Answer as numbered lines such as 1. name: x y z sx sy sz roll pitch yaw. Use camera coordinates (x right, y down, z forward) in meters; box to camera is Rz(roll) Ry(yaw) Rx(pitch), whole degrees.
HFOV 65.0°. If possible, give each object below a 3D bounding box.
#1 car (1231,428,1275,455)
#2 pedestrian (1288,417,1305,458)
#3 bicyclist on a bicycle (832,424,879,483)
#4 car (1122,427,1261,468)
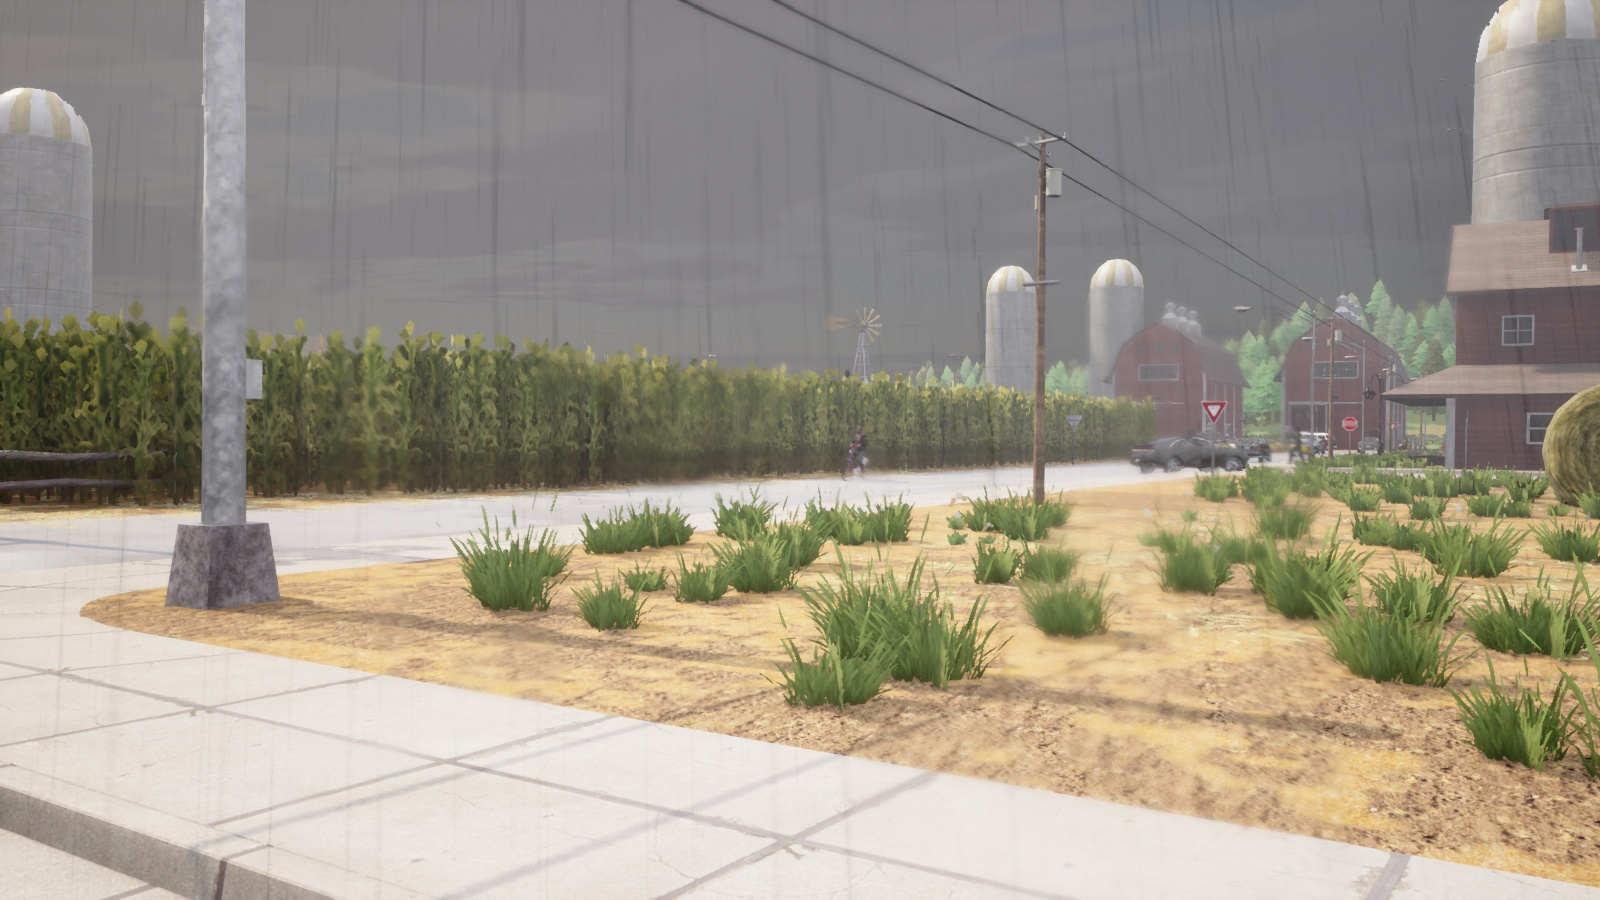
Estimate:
1. car: 27.061 -0.524 74.976 1.789 1.549 3.705 0 1 30
2. pedestrian: 22.163 -0.565 56.064 0.353 1.847 0.614 -1 1 -40
3. bicyclist on a bicycle: 1.733 0.090 38.909 0.659 1.776 1.843 0 1 31
4. car: 15.434 -0.105 49.551 4.902 1.511 2.128 -1 1 -19
